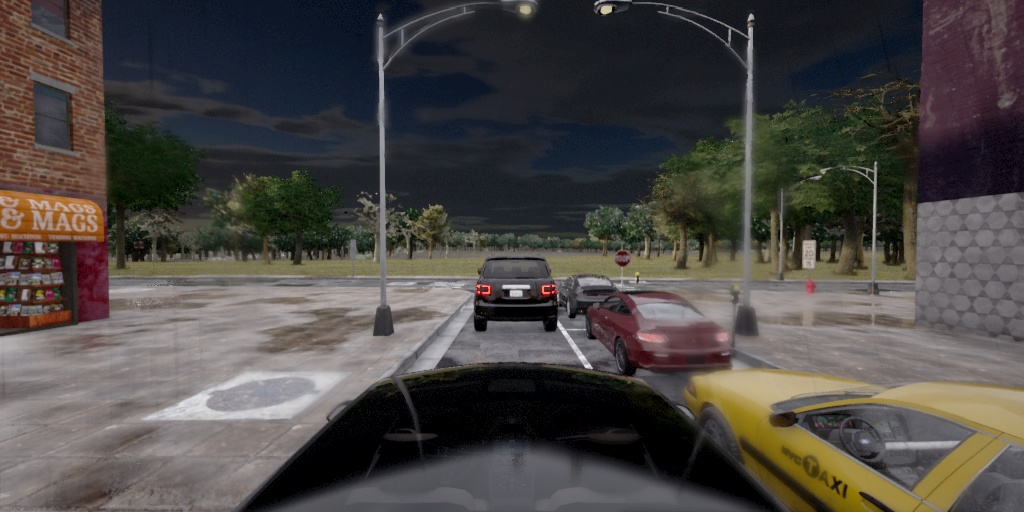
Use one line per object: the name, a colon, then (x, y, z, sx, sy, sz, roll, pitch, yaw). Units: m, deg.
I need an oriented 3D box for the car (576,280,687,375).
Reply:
car: (2.633, 1.329, 7.191, 1.802, 1.307, 4.207, 0, 0, 0)

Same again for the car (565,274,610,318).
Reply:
car: (2.629, 1.295, 12.723, 2.007, 1.370, 4.403, 0, 0, 0)

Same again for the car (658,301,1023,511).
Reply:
car: (2.637, 1.275, 1.828, 1.751, 1.417, 4.829, 0, 0, 0)

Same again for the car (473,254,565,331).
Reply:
car: (0.083, 0.967, 11.051, 2.150, 2.045, 5.566, 0, 0, 0)
